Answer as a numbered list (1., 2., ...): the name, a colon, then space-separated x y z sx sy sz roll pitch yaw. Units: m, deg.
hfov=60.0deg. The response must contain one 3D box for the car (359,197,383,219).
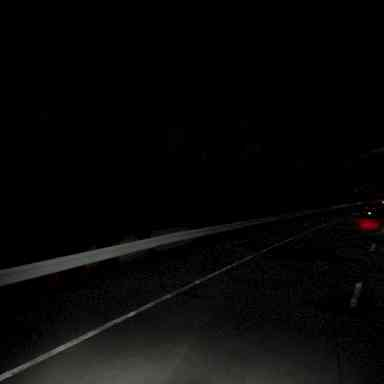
1. car: 16.120 1.505 29.556 1.837 1.490 4.892 0 0 35

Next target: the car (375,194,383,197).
1. car: 22.195 1.221 38.080 2.150 2.045 5.566 0 0 36
